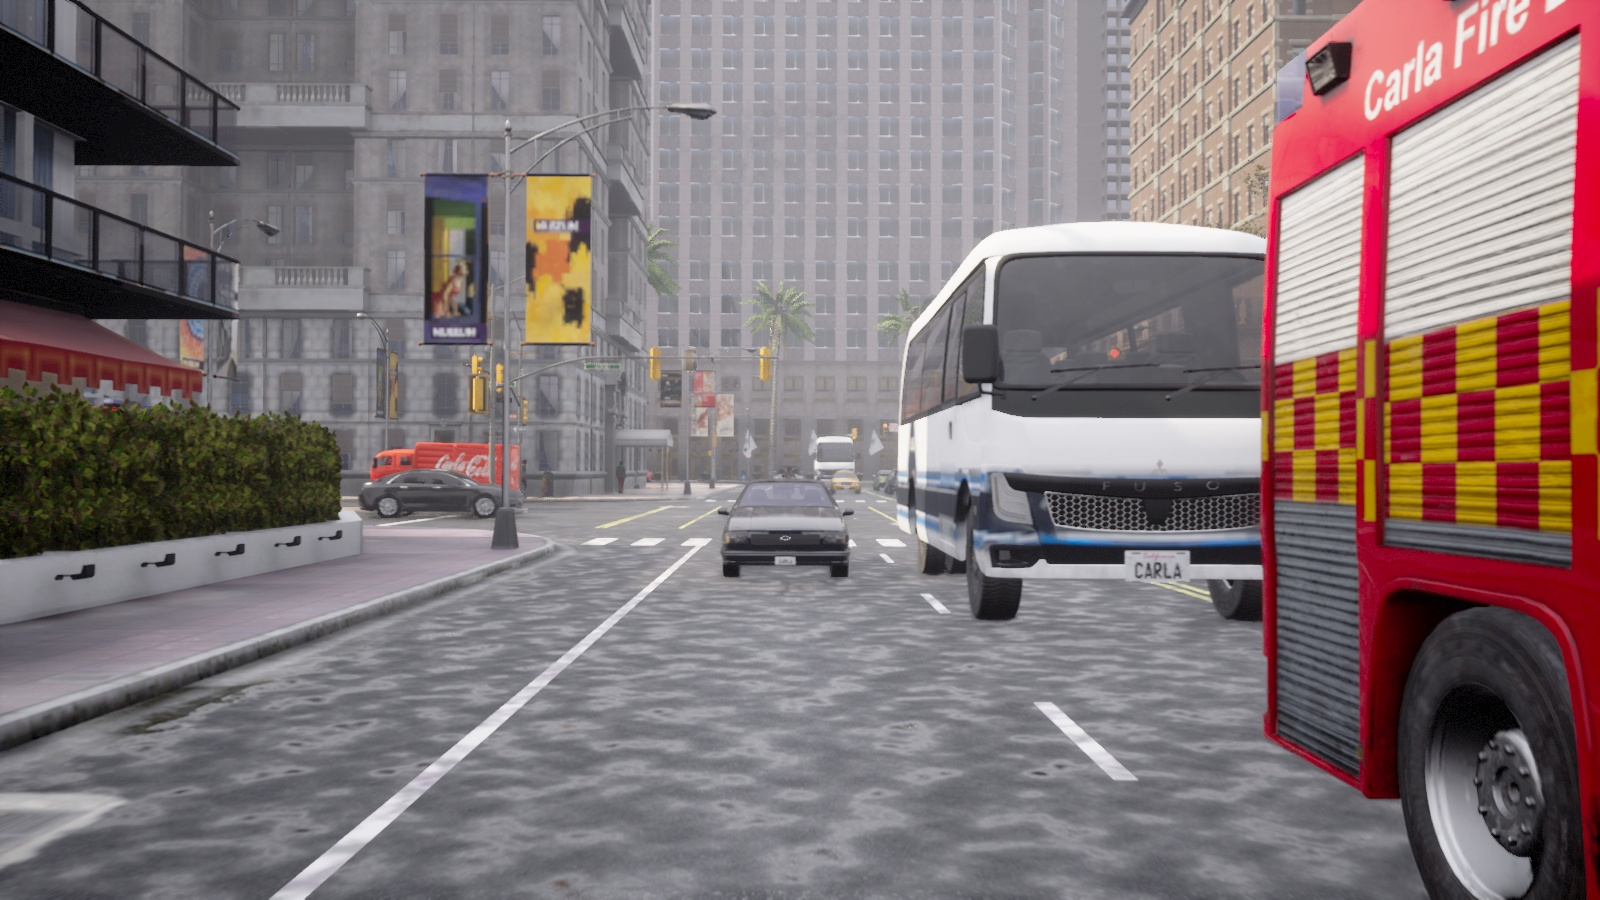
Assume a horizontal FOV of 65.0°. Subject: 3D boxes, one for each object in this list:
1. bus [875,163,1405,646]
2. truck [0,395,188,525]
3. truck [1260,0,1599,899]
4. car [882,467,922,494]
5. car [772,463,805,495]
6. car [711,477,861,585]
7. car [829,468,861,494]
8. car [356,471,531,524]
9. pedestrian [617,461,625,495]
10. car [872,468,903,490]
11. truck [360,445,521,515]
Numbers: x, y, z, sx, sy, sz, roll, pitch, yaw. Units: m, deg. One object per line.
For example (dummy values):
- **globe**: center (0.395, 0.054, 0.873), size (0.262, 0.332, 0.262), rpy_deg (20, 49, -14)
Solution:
- **bus**: center (3.310, -0.336, 16.229), size (3.944, 4.253, 10.273), rpy_deg (0, -1, 0)
- **truck**: center (-23.737, 0.318, 38.554), size (8.468, 3.827, 2.891), rpy_deg (0, -1, 0)
- **truck**: center (3.470, -0.348, 1.204), size (2.891, 3.827, 8.468), rpy_deg (0, -1, 0)
- **car**: center (6.314, 1.879, 77.961), size (2.033, 1.649, 4.856), rpy_deg (0, -1, -1)
- **car**: center (-0.676, 1.773, 76.355), size (1.932, 1.855, 4.605), rpy_deg (0, -2, 0)
- **car**: center (-0.215, 1.153, 19.672), size (2.033, 1.411, 5.357), rpy_deg (0, -1, -1)
- **car**: center (2.800, 1.908, 78.599), size (1.801, 1.575, 5.366), rpy_deg (0, -1, 0)
- **car**: center (-10.931, 1.440, 38.721), size (4.892, 1.490, 1.837), rpy_deg (-1, -1, -3)
- **pedestrian**: center (-9.744, 1.526, 68.401), size (0.353, 1.847, 0.614), rpy_deg (0, -1, 1)
- **car**: center (6.282, 2.084, 90.685), size (2.007, 1.525, 4.514), rpy_deg (0, -1, 1)
- **truck**: center (-13.249, 1.087, 46.574), size (5.204, 2.467, 2.627), rpy_deg (1, -1, 0)
